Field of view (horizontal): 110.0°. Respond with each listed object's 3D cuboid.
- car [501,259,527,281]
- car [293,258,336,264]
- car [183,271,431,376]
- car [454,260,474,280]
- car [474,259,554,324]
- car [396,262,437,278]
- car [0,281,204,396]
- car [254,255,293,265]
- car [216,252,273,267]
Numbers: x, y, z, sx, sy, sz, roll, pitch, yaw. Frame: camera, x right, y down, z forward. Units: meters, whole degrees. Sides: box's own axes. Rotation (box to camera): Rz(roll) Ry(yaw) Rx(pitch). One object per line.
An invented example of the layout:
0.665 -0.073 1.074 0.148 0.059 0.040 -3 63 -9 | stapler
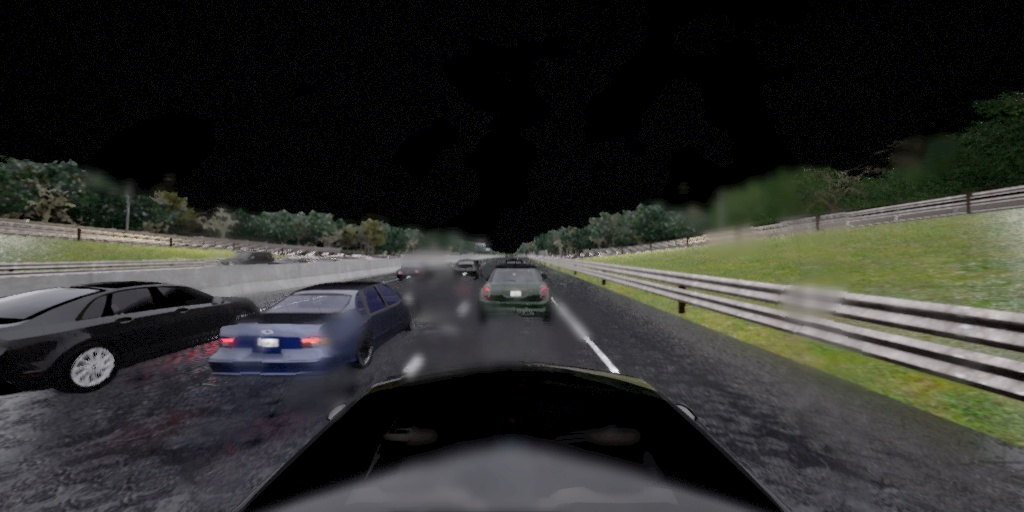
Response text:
0.163 1.007 28.235 1.837 1.490 4.892 0 1 0 | car
-17.512 1.003 33.367 2.033 1.411 5.357 0 1 0 | car
-3.410 1.243 7.551 2.033 1.411 5.357 0 1 0 | car
-3.338 1.009 28.094 1.837 1.490 4.892 0 1 0 | car
0.108 1.008 11.728 2.097 1.767 4.553 0 1 0 | car
-6.846 1.122 26.275 1.895 1.301 4.718 0 1 0 | car
-6.918 1.212 6.551 1.837 1.490 4.892 0 1 0 | car
-21.007 0.947 33.420 2.128 1.511 4.902 0 1 0 | car
-24.509 0.677 33.378 2.150 2.045 5.566 0 1 0 | car
